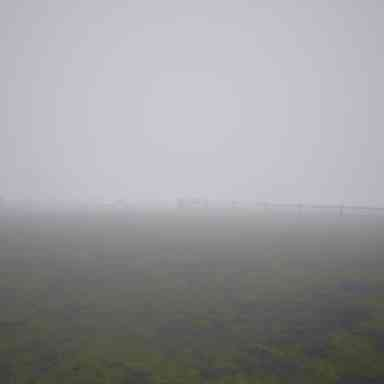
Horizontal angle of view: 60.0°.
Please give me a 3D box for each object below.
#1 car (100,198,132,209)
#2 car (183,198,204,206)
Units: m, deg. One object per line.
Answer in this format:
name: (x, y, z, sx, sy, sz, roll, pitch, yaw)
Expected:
car: (-10.156, 1.553, 44.905, 1.812, 1.442, 4.674, 0, -1, 35)
car: (0.314, 1.780, 59.569, 2.128, 1.511, 4.902, 0, -1, 35)
